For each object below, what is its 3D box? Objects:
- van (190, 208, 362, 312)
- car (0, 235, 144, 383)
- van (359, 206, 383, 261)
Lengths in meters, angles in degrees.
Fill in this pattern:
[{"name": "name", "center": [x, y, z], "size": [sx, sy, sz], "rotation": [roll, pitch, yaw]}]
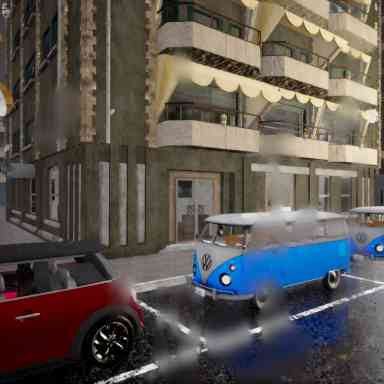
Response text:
[{"name": "van", "center": [1.860, 1.343, 7.435], "size": [3.998, 1.788, 1.690], "rotation": [0, 0, -36]}, {"name": "car", "center": [-2.765, 1.440, 4.121], "size": [4.097, 1.590, 1.967], "rotation": [0, 0, -36]}, {"name": "van", "center": [6.485, 1.346, 10.750], "size": [3.998, 1.788, 1.690], "rotation": [0, 0, -36]}]
